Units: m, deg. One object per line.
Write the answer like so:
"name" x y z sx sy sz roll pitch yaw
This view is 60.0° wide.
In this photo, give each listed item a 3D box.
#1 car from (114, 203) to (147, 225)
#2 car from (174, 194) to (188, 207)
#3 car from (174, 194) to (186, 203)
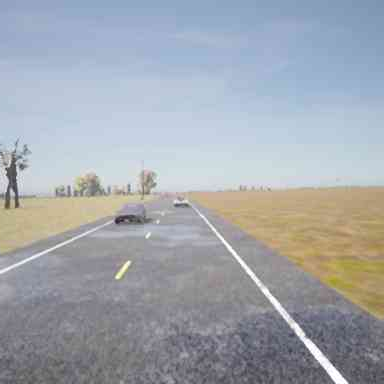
"car" -4.325 1.483 24.242 2.033 1.411 5.357 -1 0 -2
"car" -1.521 1.367 46.394 1.895 1.301 4.718 -1 0 -3
"car" -2.357 1.195 63.301 2.128 1.511 4.902 -1 0 -3
